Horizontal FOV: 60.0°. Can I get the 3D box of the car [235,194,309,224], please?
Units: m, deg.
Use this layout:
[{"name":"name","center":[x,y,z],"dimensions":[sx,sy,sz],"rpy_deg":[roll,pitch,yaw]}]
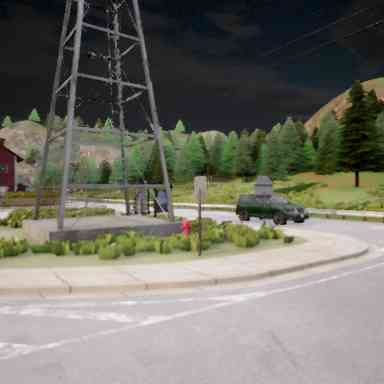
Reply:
[{"name":"car","center":[5.436,1.149,23.365],"dimensions":[2.150,2.045,5.566],"rpy_deg":[0,0,-34]}]
